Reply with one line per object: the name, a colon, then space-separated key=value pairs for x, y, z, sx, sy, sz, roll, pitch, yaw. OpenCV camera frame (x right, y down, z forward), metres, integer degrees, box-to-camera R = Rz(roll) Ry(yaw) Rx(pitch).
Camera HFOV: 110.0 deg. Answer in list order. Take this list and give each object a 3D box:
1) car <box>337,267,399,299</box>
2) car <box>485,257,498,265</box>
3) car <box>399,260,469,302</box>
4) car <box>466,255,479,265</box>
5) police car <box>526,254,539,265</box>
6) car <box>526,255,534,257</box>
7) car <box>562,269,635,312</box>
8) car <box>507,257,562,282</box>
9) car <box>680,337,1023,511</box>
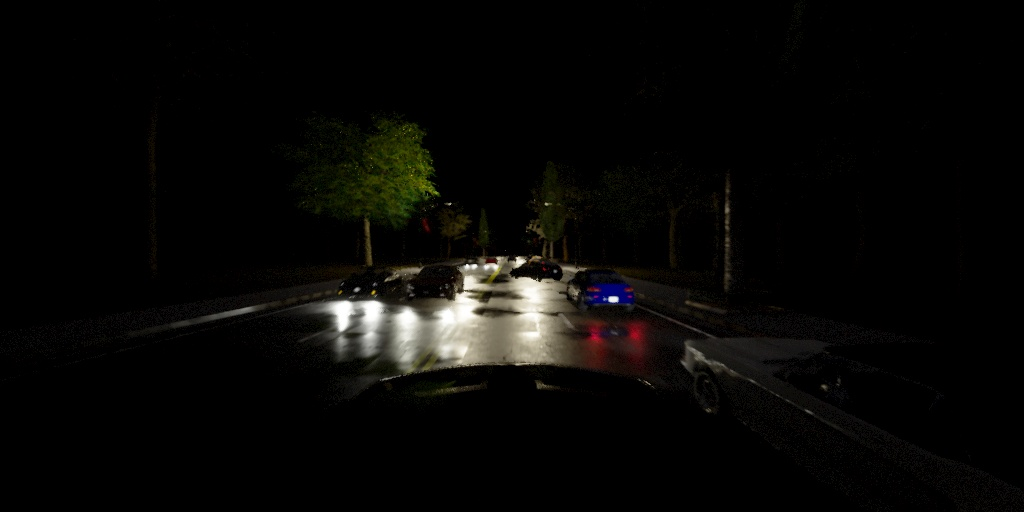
car: x=-6.595 y=1.221 z=17.219 sx=1.994 sy=1.385 sz=4.181 roll=0 pitch=0 yaw=0
car: x=-3.285 y=0.765 z=57.650 sx=1.895 sy=1.301 sz=4.718 roll=0 pitch=1 yaw=1
car: x=-3.347 y=1.140 z=16.457 sx=1.882 sy=1.535 sz=5.008 roll=0 pitch=0 yaw=0
car: x=-6.539 y=0.640 z=59.141 sx=2.128 sy=1.511 sz=4.902 roll=0 pitch=1 yaw=1
police car: x=3.244 y=0.586 z=57.894 sx=1.930 sy=1.638 sz=5.238 roll=0 pitch=1 yaw=0
car: x=3.245 y=0.766 z=46.974 sx=1.801 sy=1.575 sz=5.366 roll=0 pitch=1 yaw=0
car: x=3.249 y=1.207 z=13.791 sx=1.812 sy=1.442 sz=4.674 roll=0 pitch=0 yaw=0
car: x=1.773 y=1.072 z=26.916 sx=2.163 sy=1.488 sz=4.792 roll=0 pitch=1 yaw=-32
car: x=3.250 y=1.345 z=2.822 sx=1.895 sy=1.301 sz=4.718 roll=0 pitch=0 yaw=0
